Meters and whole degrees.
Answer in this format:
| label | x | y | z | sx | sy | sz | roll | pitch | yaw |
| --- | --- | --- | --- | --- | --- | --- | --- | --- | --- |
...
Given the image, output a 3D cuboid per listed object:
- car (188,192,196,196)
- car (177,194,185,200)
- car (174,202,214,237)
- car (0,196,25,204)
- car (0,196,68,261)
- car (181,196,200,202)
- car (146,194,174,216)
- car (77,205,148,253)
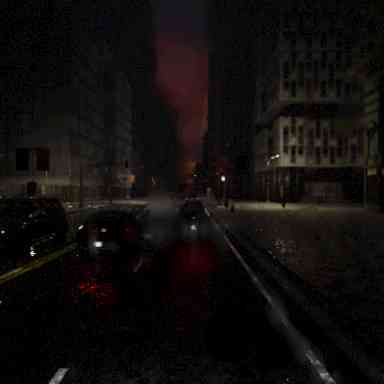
| label | x | y | z | sx | sy | sz | roll | pitch | yaw |
| --- | --- | --- | --- | --- | --- | --- | --- | --- | --- |
| car | 0.039 | 1.121 | 92.977 | 2.150 | 2.045 | 5.566 | 0 | 0 | 0 |
| car | -3.212 | 1.468 | 93.365 | 1.994 | 1.385 | 4.181 | 0 | 0 | 0 |
| car | 0.107 | 1.489 | 18.001 | 1.837 | 1.490 | 4.892 | 0 | -1 | 0 |
| car | -30.517 | 1.362 | 55.596 | 4.313 | 1.339 | 1.947 | 0 | 0 | 0 |
| car | -6.595 | 1.213 | 12.602 | 2.150 | 2.045 | 5.566 | 0 | 0 | 0 |
| car | 0.115 | 1.457 | 33.818 | 1.882 | 1.535 | 5.008 | 0 | 0 | 0 |
| car | -3.137 | 1.201 | 32.408 | 2.150 | 2.045 | 5.566 | 0 | 0 | 0 |
| car | -3.144 | 1.495 | 13.541 | 1.837 | 1.490 | 4.892 | 0 | 0 | 0 |
